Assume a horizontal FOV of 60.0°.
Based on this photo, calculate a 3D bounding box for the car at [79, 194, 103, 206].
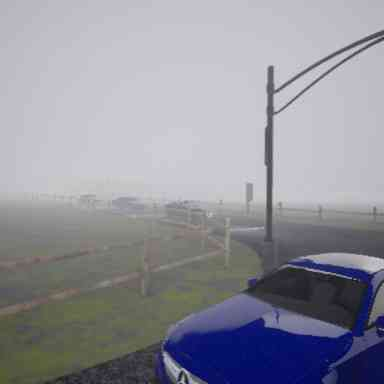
[{"bbox_3d":[-12.942,1.003,42.520,1.837,1.490,4.892,1,0,-35],"label":"car"}]

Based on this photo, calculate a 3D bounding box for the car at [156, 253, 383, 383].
[{"bbox_3d":[1.805,1.581,4.200,4.674,1.442,1.812,1,-1,-35],"label":"car"}]

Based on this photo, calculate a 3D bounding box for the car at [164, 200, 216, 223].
[{"bbox_3d":[-0.198,1.347,24.407,2.128,1.511,4.902,1,0,-35],"label":"car"}]

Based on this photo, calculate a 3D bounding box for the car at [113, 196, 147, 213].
[{"bbox_3d":[-6.173,1.165,32.891,1.882,1.535,5.008,1,0,-35],"label":"car"}]
